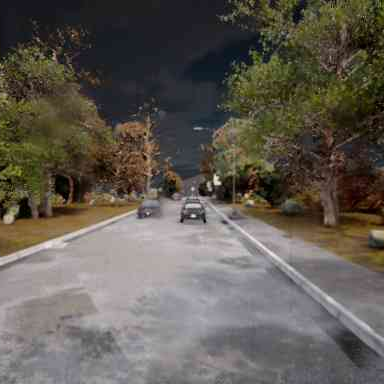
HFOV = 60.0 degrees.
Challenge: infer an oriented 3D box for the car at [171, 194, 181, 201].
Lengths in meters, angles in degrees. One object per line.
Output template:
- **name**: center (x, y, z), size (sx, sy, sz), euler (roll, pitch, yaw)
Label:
- **car**: center (-3.217, 1.091, 68.047), size (1.812, 1.442, 4.674), euler (0, 0, 1)

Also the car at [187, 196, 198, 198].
- **car**: center (0.091, 1.260, 43.221), size (2.128, 1.511, 4.902), euler (0, 0, 0)

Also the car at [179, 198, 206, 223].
- **car**: center (0.085, 1.436, 24.751), size (1.812, 1.442, 4.674), euler (0, 1, 0)

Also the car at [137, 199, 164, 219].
- **car**: center (-3.351, 1.393, 27.609), size (1.837, 1.490, 4.892), euler (0, 1, 0)
